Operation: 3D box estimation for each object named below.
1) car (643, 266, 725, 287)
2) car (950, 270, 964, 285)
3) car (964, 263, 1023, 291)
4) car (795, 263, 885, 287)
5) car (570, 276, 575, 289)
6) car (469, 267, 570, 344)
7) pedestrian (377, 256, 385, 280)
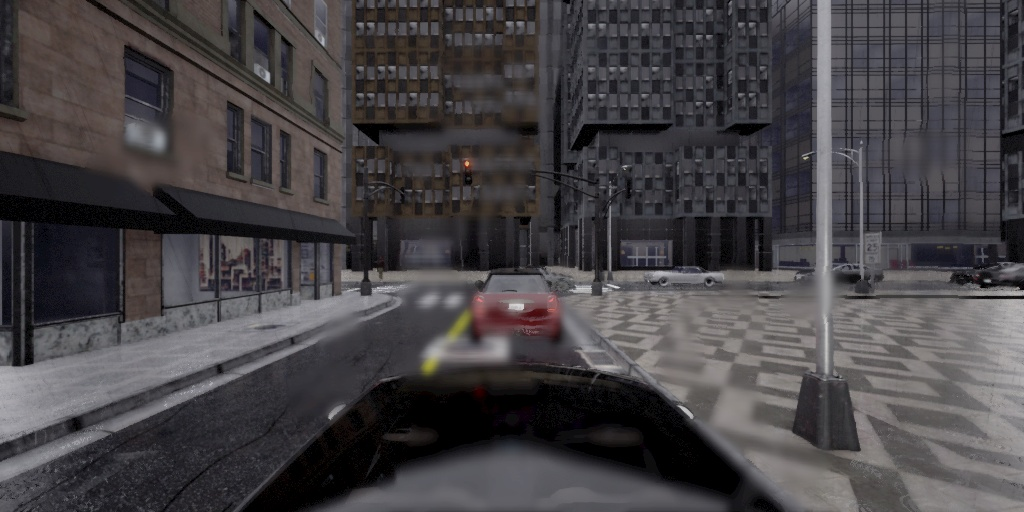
[{"bbox_3d":[11.195,1.333,23.647,4.718,1.301,1.895,0,0,1],"label":"car"},{"bbox_3d":[31.807,1.209,23.409,4.892,1.490,1.837,0,0,1],"label":"car"},{"bbox_3d":[29.164,1.233,20.247,4.674,1.442,1.812,0,0,1],"label":"car"},{"bbox_3d":[21.388,1.210,23.533,4.902,1.511,2.128,0,0,1],"label":"car"},{"bbox_3d":[1.491,1.309,20.553,4.181,1.385,1.994,0,0,1],"label":"car"},{"bbox_3d":[0.069,1.102,9.731,2.097,1.767,4.553,0,0,-1],"label":"car"},{"bbox_3d":[-9.838,0.903,26.913,0.375,1.860,0.375,0,0,1],"label":"pedestrian"}]
